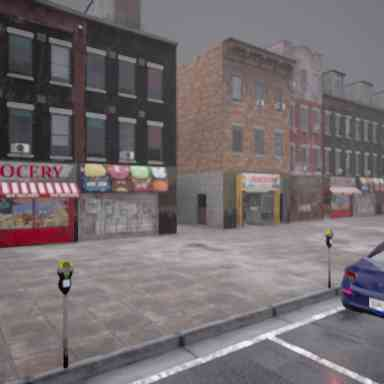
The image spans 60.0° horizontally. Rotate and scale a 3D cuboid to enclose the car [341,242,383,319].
[{"bbox_3d":[4.649,1.501,6.265,4.674,1.442,1.812,0,0,-36],"label":"car"}]
